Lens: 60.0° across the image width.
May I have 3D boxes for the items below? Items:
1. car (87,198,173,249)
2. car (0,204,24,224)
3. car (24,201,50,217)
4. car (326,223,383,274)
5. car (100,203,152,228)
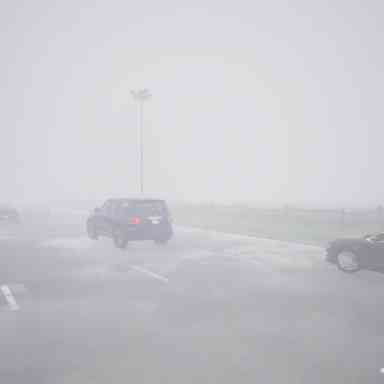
[{"bbox_3d":[-2.976,1.274,15.133,2.150,2.045,5.566,0,0,-35],"label":"car"},{"bbox_3d":[-14.280,1.613,25.145,1.812,1.442,4.674,0,0,-35],"label":"car"},{"bbox_3d":[-15.231,1.639,32.598,1.812,1.442,4.674,0,0,-35],"label":"car"},{"bbox_3d":[5.903,1.534,8.566,1.837,1.490,4.892,0,0,-35],"label":"car"},{"bbox_3d":[-4.829,1.587,23.875,1.837,1.490,4.892,0,0,-35],"label":"car"}]
